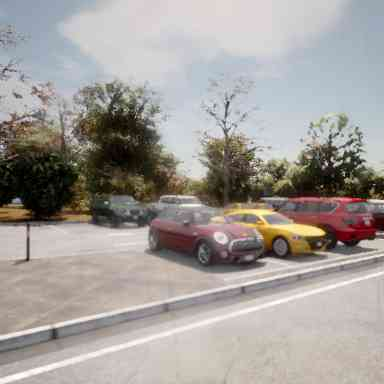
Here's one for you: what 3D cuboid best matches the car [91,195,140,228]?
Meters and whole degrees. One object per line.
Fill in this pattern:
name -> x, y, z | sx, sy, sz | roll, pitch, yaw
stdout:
car -> -5.067, 1.219, 22.611 | 2.435, 2.045, 5.566 | 1, -1, -36

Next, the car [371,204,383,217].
car -> 27.814, 2.626, 46.390 | 2.185, 1.767, 4.553 | 3, -2, -35

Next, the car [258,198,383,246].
car -> 5.177, 1.275, 14.964 | 2.435, 2.045, 5.566 | 1, -1, -36

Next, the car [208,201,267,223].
car -> 3.857, 1.675, 29.337 | 1.946, 1.575, 5.366 | 2, -1, -36

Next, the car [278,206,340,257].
car -> 2.829, 1.483, 13.226 | 2.097, 1.535, 5.008 | 1, -1, -36

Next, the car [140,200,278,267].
car -> 0.360, 1.313, 11.462 | 2.185, 1.767, 4.553 | 1, -1, -36

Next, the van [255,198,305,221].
van -> 8.463, 1.597, 32.283 | 1.878, 1.987, 4.442 | 2, -1, -36

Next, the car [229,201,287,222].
car -> 6.016, 1.742, 30.892 | 1.946, 1.575, 5.366 | 2, -1, -36

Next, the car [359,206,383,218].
car -> 25.264, 2.651, 44.497 | 2.002, 1.452, 4.674 | 3, -2, -36

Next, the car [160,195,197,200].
car -> -0.651, 1.303, 25.825 | 2.435, 2.045, 5.566 | 1, -1, -36
